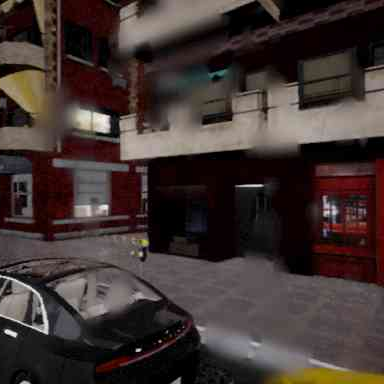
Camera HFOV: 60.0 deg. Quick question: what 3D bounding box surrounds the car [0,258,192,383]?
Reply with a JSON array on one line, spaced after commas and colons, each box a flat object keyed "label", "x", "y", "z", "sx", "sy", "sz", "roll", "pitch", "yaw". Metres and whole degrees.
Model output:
[{"label": "car", "x": -1.959, "y": 1.546, "z": 4.295, "sx": 4.403, "sy": 1.369, "sz": 2.008, "roll": 0, "pitch": 0, "yaw": 36}]

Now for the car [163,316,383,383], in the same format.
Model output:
[{"label": "car", "x": 2.315, "y": 1.533, "z": 1.220, "sx": 4.829, "sy": 1.417, "sz": 1.752, "roll": 0, "pitch": 0, "yaw": 36}]
